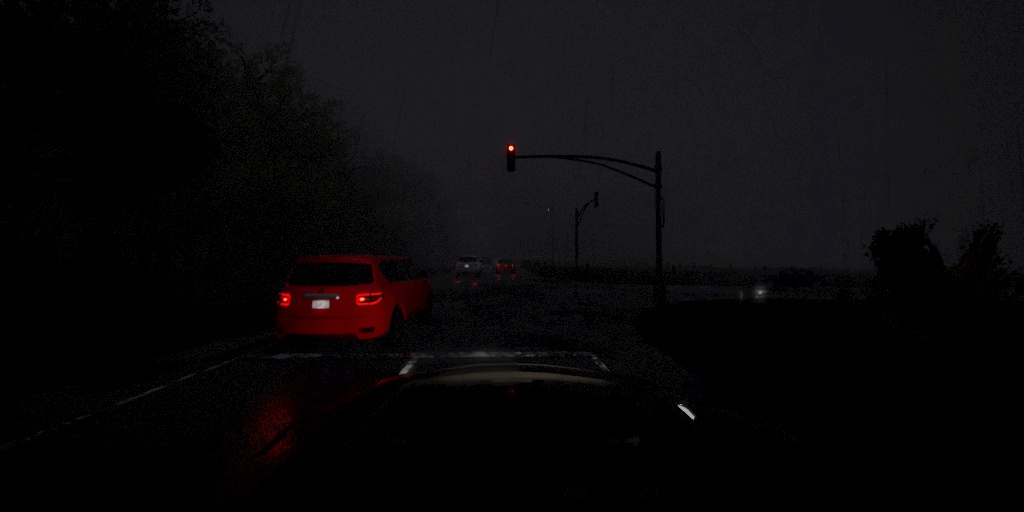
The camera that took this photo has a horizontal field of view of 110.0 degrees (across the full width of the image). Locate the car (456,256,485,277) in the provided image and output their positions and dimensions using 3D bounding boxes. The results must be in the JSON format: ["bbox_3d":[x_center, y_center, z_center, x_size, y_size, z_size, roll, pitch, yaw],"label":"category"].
[{"bbox_3d":[-4.184,0.976,35.452,2.150,2.045,5.566,0,0,-1],"label":"car"}]

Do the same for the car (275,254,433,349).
[{"bbox_3d":[-3.582,0.975,9.278,2.150,2.045,5.566,0,0,-1],"label":"car"}]

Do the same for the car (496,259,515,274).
[{"bbox_3d":[-0.801,1.106,42.074,2.097,1.767,4.553,0,0,-2],"label":"car"}]

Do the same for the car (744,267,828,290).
[{"bbox_3d":[18.583,1.491,24.469,5.008,1.535,1.882,1,-1,-1],"label":"car"}]

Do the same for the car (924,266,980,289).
[{"bbox_3d":[28.956,1.482,24.666,4.553,1.767,2.097,1,-1,-1],"label":"car"}]
